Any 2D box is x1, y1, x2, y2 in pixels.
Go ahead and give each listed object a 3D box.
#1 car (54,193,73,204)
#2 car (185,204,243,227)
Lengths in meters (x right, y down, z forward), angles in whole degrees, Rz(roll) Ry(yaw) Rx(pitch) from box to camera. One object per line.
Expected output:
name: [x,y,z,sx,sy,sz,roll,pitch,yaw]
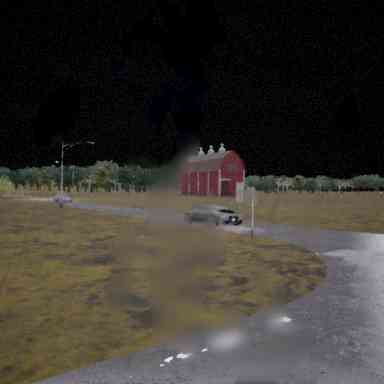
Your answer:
car: [-19.488,0.934,50.411,2.128,1.511,4.902,2,0,-36]
car: [1.334,1.453,21.532,1.994,1.385,4.181,2,0,-36]
